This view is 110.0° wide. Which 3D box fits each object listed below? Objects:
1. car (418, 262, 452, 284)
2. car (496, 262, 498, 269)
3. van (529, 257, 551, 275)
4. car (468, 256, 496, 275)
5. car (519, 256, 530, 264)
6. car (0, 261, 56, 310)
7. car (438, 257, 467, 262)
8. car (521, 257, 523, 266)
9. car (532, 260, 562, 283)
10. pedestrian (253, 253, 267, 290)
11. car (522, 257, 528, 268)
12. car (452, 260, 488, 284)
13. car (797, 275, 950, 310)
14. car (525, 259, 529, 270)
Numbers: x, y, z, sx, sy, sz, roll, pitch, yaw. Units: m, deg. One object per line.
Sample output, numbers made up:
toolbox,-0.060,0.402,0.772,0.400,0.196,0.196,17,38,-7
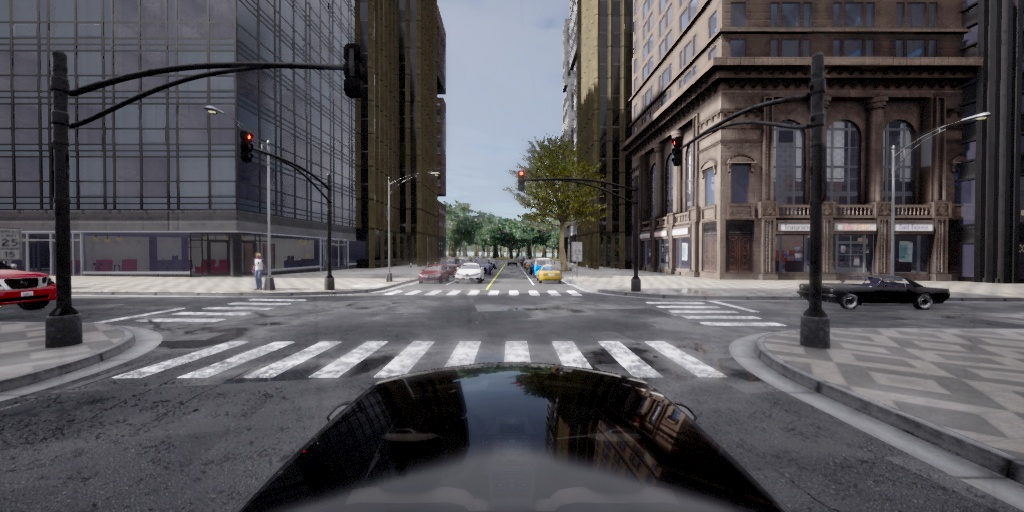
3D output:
car,-5.779,1.311,26.954,1.802,1.307,4.207,0,0,0
car,-3.110,1.184,50.846,1.837,1.490,4.892,0,0,0
van,2.743,1.060,32.649,1.690,1.789,3.998,0,0,0
car,-3.119,1.063,37.459,2.097,1.767,4.553,0,0,0
car,2.726,1.202,61.046,2.007,1.370,4.403,0,0,0
car,-18.381,0.842,11.526,5.566,2.045,2.150,1,1,0
car,-5.782,1.034,32.635,2.192,1.841,5.009,0,0,0
car,2.729,1.213,55.366,1.888,1.381,4.507,0,0,0
car,2.747,1.254,27.138,1.751,1.417,4.829,0,0,0
pedestrian,-12.533,0.741,17.779,0.375,1.860,0.375,0,0,0
car,2.733,1.208,49.857,1.751,1.417,4.829,0,0,0
car,-3.112,1.254,27.199,1.812,1.442,4.674,0,0,0
car,14.702,1.444,14.820,4.718,1.301,1.895,0,1,0
car,2.740,1.275,38.328,1.948,1.339,4.313,0,0,0
